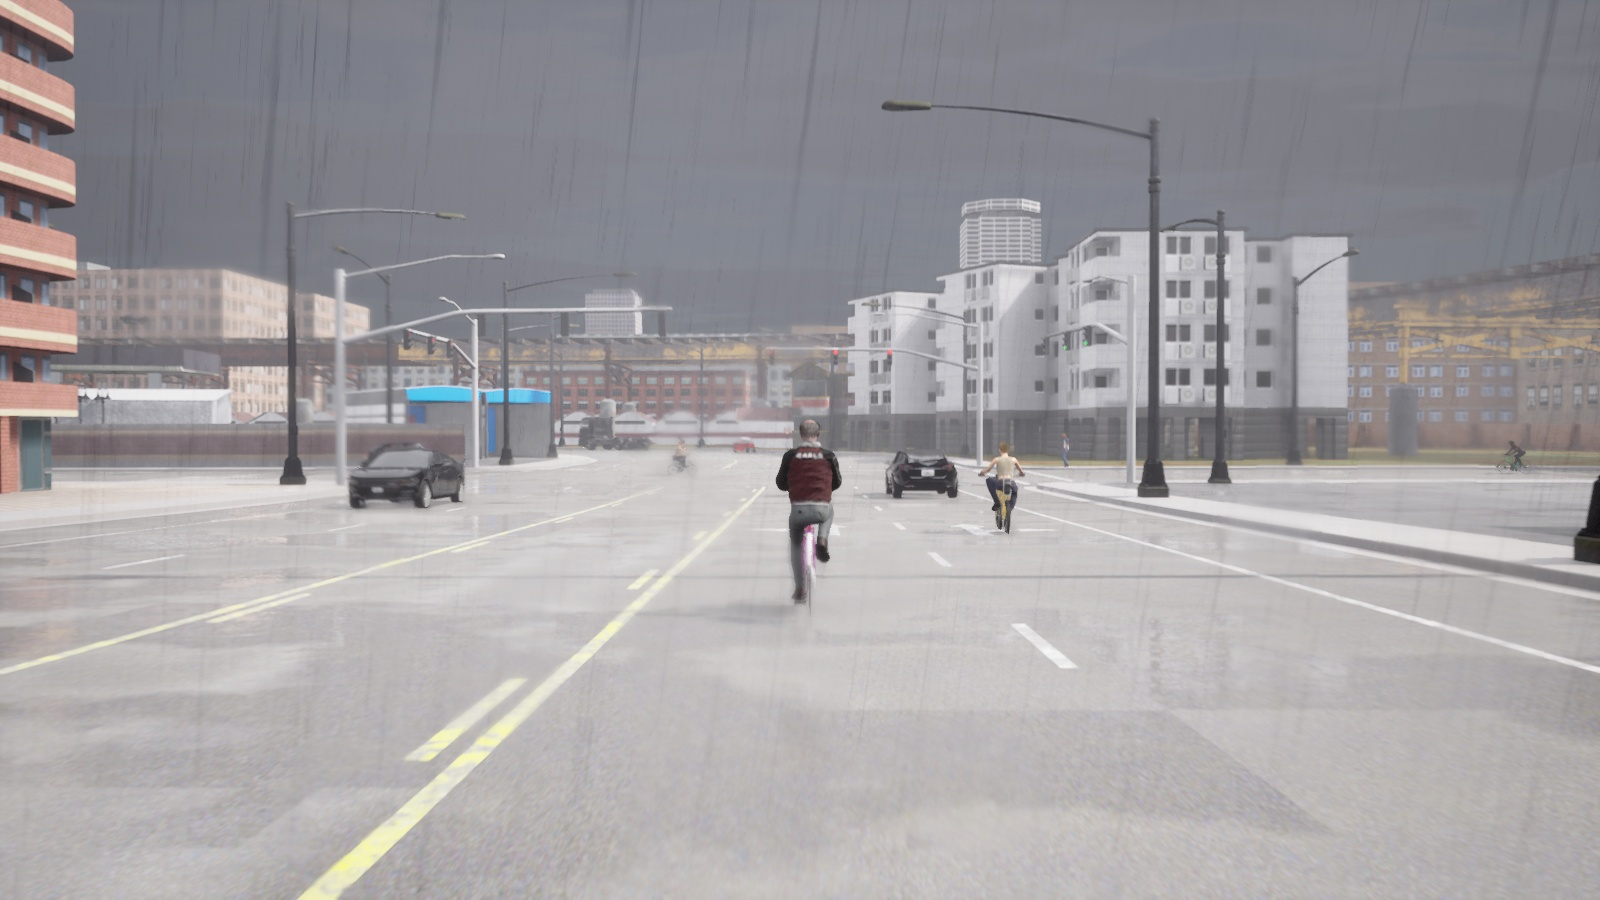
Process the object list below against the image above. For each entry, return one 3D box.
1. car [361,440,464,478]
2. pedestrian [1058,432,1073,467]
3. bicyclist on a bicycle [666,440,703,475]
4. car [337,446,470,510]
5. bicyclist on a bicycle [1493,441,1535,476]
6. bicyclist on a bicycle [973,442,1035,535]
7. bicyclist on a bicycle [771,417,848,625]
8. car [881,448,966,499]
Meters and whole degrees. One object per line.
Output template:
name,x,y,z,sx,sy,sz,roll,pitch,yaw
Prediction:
car,-17.213,0.382,55.919,3.988,1.617,1.851,0,1,-2
pedestrian,14.161,-0.028,67.000,0.706,1.836,0.354,0,1,-2
bicyclist on a bicycle,-5.384,0.365,58.542,1.509,1.612,0.866,0,0,-26
car,-10.278,0.676,32.967,1.882,1.535,5.008,0,0,0
bicyclist on a bicycle,34.141,0.408,60.037,1.656,1.620,0.582,0,1,0
bicyclist on a bicycle,3.645,0.663,22.537,0.866,1.612,1.509,0,0,1
bicyclist on a bicycle,0.089,0.602,11.664,0.659,1.776,1.843,0,0,0
car,3.764,0.687,39.129,2.163,1.488,4.792,0,0,0
